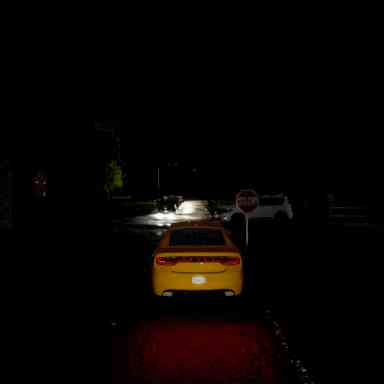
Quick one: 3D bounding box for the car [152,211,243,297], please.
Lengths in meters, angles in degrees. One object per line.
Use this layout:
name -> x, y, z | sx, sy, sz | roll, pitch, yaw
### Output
car -> 0.078, 1.479, 8.625 | 1.882, 1.535, 5.008 | 0, 0, -1

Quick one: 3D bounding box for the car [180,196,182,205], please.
car -> -2.763, 1.524, 47.193 | 1.812, 1.442, 4.674 | 0, 0, 0

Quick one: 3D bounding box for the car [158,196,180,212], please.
car -> -2.809, 1.491, 38.142 | 2.128, 1.511, 4.902 | 0, 0, 1

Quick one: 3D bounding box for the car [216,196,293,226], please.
car -> 4.292, 1.277, 23.227 | 5.566, 2.045, 2.150 | 0, -1, -18

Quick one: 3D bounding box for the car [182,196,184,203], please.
car -> -2.723, 1.522, 57.101 | 1.812, 1.442, 4.674 | 0, 0, 1

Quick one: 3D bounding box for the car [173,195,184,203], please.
car -> -2.668, 1.471, 67.591 | 1.882, 1.535, 5.008 | 0, 0, 0

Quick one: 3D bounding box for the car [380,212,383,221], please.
car -> 16.675, 1.669, 24.656 | 5.008, 1.535, 1.882 | 1, -1, -1
